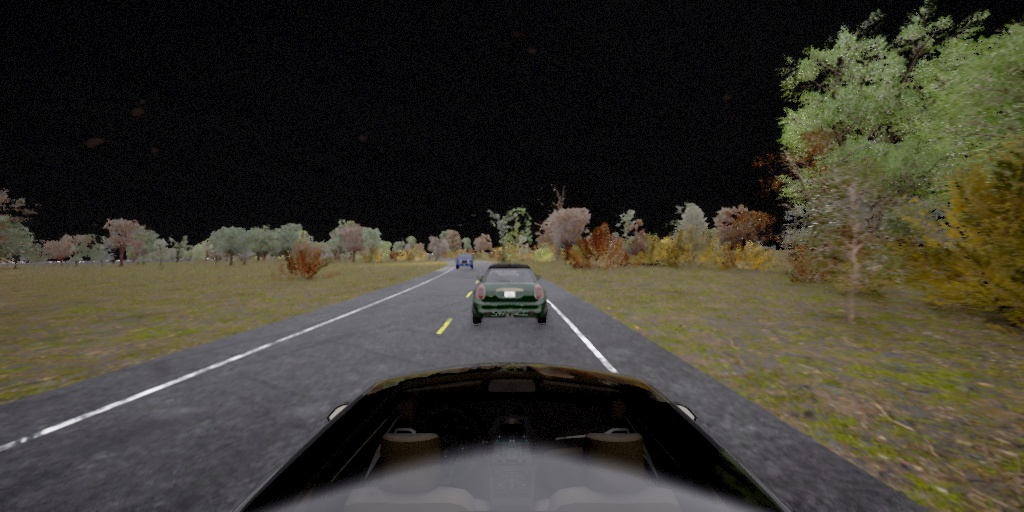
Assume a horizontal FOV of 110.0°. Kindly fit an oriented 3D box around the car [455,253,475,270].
[{"bbox_3d":[-5.879,0.630,45.020,2.150,2.045,5.566,0,0,-6],"label":"car"}]

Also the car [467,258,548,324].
[{"bbox_3d":[-0.096,1.015,11.690,2.097,1.767,4.553,0,1,-1],"label":"car"}]
